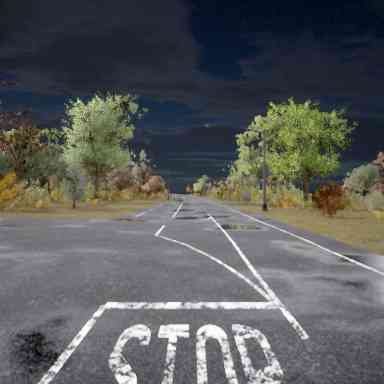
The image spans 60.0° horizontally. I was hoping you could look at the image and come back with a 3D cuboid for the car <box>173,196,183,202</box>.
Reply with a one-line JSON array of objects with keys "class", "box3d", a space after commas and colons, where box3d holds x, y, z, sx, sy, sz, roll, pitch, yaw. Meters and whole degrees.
[{"class": "car", "box3d": [-3.306, 1.645, 78.599, 1.837, 1.490, 4.892, 0, 0, 5]}]
